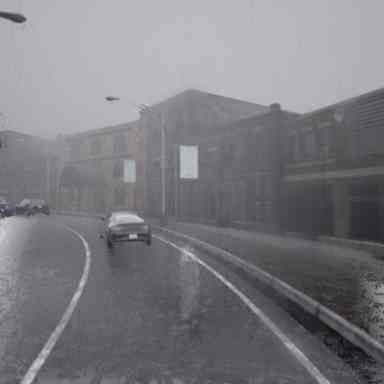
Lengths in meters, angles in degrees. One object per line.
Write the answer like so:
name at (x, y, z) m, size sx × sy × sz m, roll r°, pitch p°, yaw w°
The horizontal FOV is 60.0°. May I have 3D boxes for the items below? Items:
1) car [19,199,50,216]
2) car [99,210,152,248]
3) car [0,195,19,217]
car at (-16.067, 1.426, 33.083) m, size 4.553 × 1.767 × 2.097 m, roll 0°, pitch -1°, yaw 41°
car at (-3.086, 1.558, 15.044) m, size 1.812 × 1.442 × 4.674 m, roll 0°, pitch 0°, yaw -20°
car at (-18.709, 1.257, 30.962) m, size 5.566 × 2.045 × 2.150 m, roll 0°, pitch 0°, yaw 39°
